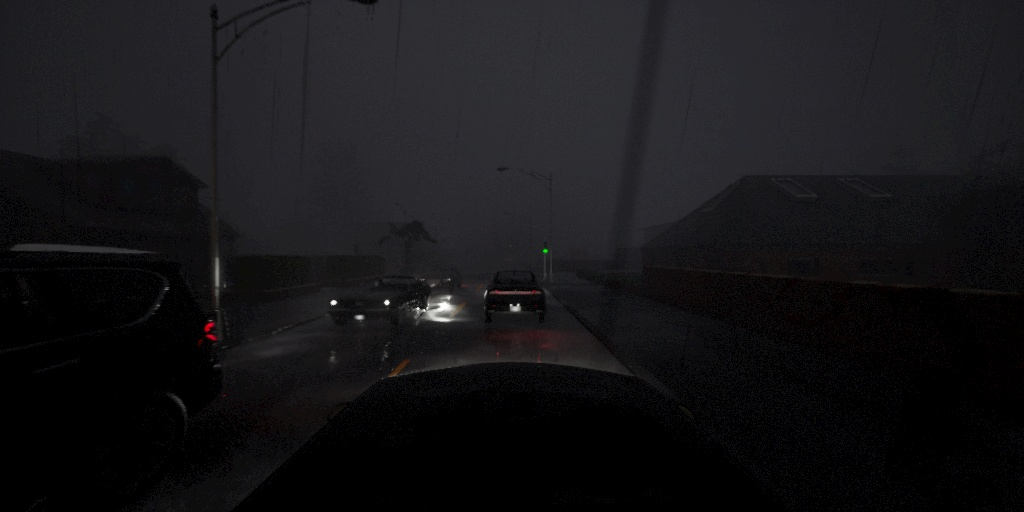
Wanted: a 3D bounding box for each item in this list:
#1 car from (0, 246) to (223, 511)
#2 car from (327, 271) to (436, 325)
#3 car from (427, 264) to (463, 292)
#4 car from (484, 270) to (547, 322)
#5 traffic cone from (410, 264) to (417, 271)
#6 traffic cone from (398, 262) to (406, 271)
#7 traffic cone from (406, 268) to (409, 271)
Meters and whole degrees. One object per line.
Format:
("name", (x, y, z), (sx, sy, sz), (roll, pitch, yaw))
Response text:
("car", (-4.095, 0.975, 1.402), (2.150, 2.045, 5.566), (0, 0, 0))
("car", (-4.086, 1.337, 11.838), (1.895, 1.301, 4.718), (0, 0, 0))
("car", (-4.015, 1.214, 20.758), (2.128, 1.511, 4.902), (0, 0, 0))
("car", (0.093, 1.226, 12.202), (2.128, 1.511, 4.902), (0, 0, 0))
("traffic cone", (-14.431, 1.510, 52.895), (0.344, 0.586, 0.344), (0, 0, 0))
("traffic cone", (-15.790, 1.491, 51.284), (0.344, 0.586, 0.344), (0, 0, 0))
("traffic cone", (-15.430, 1.487, 51.854), (0.344, 0.586, 0.344), (0, 0, 0))
